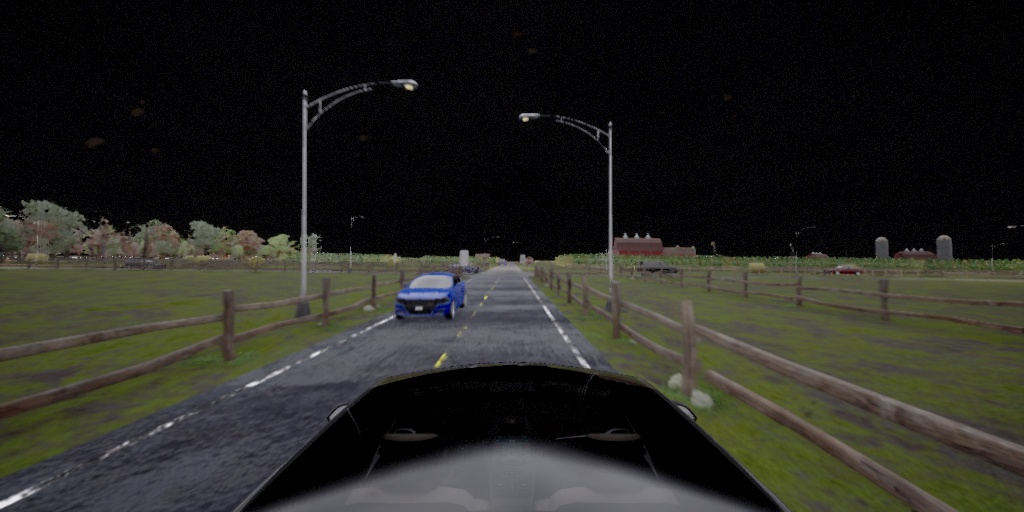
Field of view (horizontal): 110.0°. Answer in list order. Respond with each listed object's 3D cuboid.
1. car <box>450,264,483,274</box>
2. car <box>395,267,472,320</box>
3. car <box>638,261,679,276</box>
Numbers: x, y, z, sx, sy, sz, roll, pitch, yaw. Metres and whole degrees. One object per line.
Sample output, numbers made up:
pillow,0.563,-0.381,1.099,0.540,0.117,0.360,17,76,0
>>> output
car,-6.425,1.757,49.938,4.674,1.442,1.812,2,-1,-1
car,-2.853,1.359,13.510,1.882,1.535,5.008,0,-1,0
car,20.525,1.746,50.264,5.566,2.045,2.150,1,-2,-1
